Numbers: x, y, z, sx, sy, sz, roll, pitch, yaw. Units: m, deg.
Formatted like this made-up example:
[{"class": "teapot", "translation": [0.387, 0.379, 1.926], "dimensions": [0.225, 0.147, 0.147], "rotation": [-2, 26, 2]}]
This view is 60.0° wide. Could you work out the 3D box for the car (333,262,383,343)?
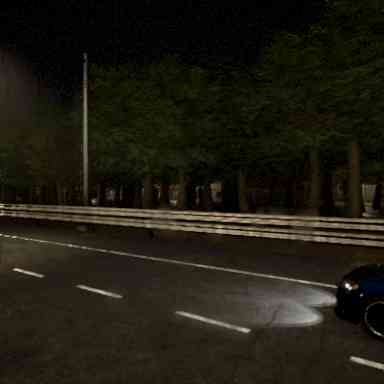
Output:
[{"class": "car", "translation": [4.432, 1.567, 5.008], "dimensions": [4.181, 1.385, 1.994], "rotation": [0, 0, 35]}]
